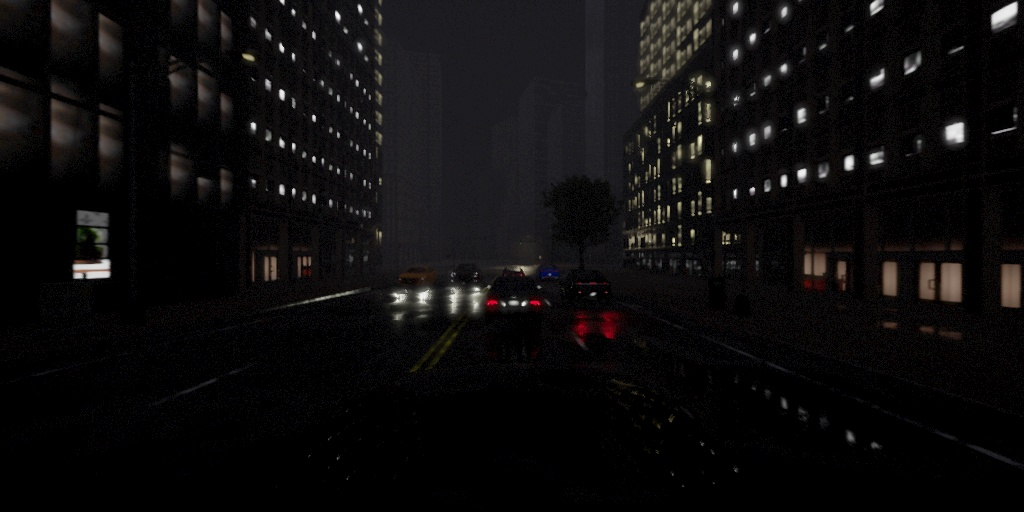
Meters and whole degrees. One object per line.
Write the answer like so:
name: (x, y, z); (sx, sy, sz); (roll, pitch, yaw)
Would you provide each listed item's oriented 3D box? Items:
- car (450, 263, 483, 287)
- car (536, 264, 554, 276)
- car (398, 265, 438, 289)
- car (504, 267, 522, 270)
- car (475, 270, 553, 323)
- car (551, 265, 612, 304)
car: (-3.344, 1.311, 27.030); (2.097, 1.767, 4.553); (0, 0, 0)
car: (3.351, 1.491, 33.935); (1.882, 1.535, 5.008); (0, 0, 0)
car: (-6.593, 1.425, 25.556); (1.882, 1.535, 5.008); (0, -1, 0)
car: (0.092, 1.590, 30.790); (1.895, 1.301, 4.718); (0, 0, 0)
car: (0.070, 1.390, 12.585); (2.033, 1.411, 5.357); (0, 0, 0)
car: (3.341, 1.371, 17.088); (2.128, 1.511, 4.902); (0, 0, 0)
